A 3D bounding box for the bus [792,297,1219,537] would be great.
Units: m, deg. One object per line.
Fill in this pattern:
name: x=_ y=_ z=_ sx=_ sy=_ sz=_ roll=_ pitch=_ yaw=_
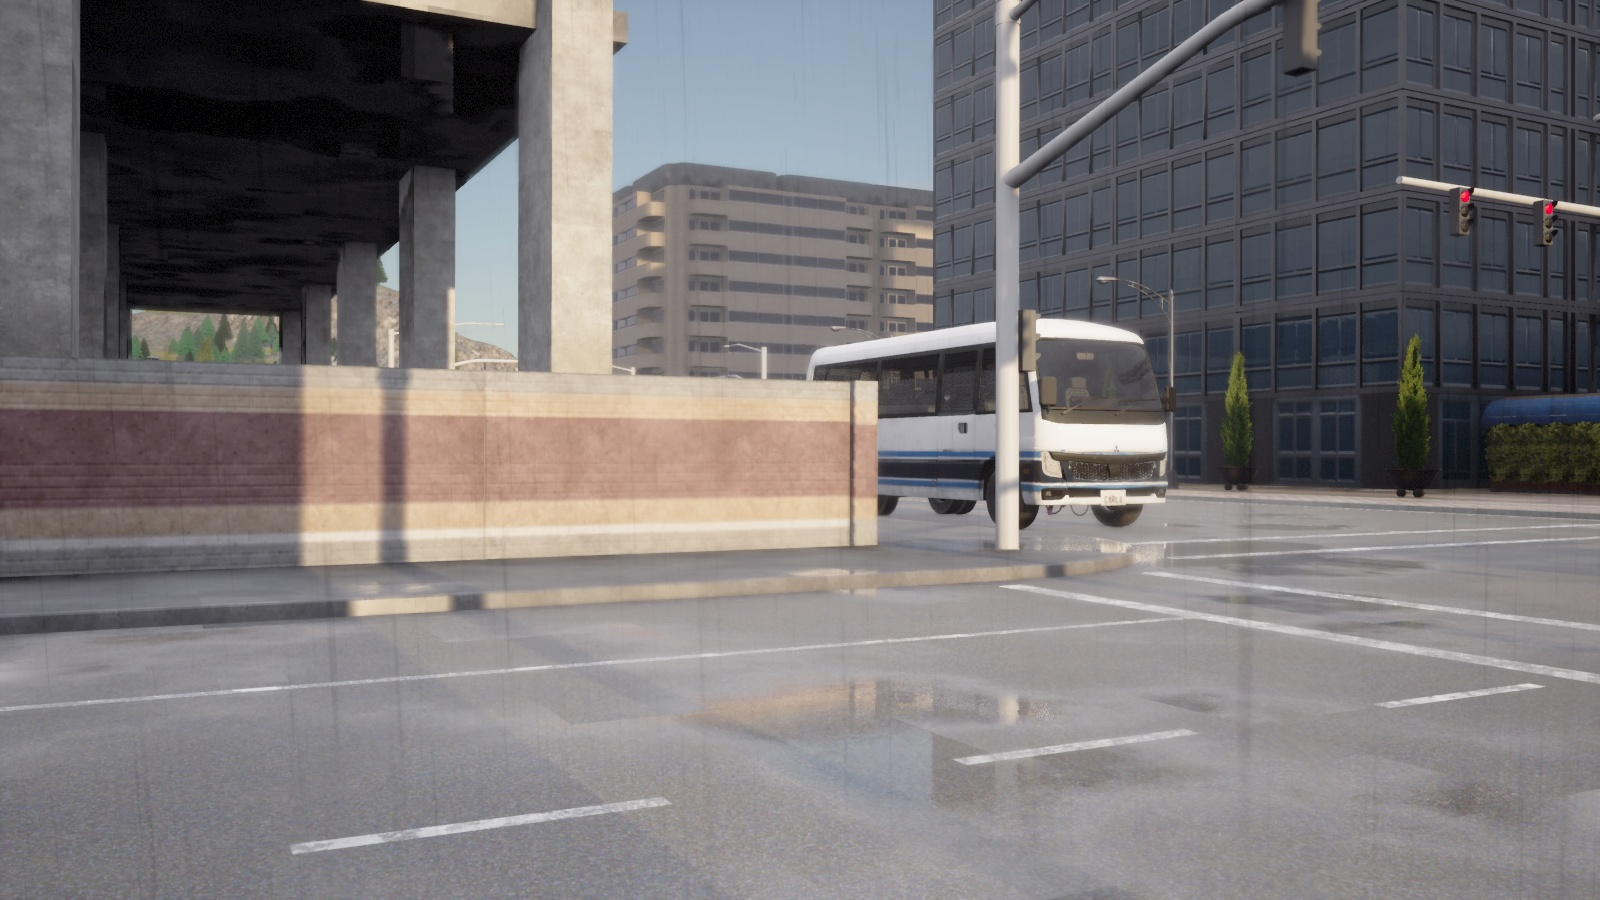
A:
bus: x=3.924 y=-0.572 z=27.768 sx=3.944 sy=4.253 sz=10.273 roll=0 pitch=0 yaw=-27
